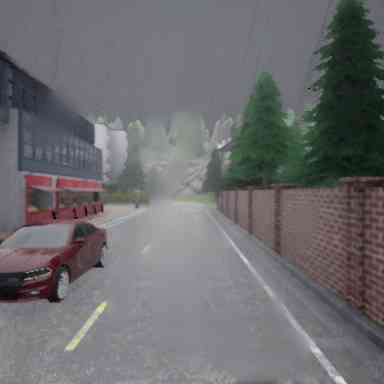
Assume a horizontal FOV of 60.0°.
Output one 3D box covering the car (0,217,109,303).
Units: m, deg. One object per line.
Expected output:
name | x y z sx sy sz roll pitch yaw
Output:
car | -3.549 1.469 8.433 1.882 1.535 5.008 0 0 1
